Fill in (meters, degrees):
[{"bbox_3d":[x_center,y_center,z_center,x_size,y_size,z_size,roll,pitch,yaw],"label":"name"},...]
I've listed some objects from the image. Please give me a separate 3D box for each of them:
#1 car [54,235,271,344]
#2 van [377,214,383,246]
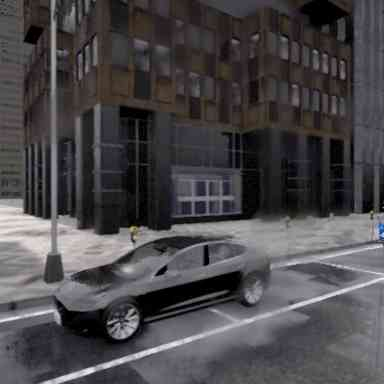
[{"bbox_3d":[-0.313,1.566,6.426,4.313,1.339,1.947,0,0,-35],"label":"car"},{"bbox_3d":[8.868,1.342,12.968,3.998,1.788,1.690,0,0,-35],"label":"van"}]
